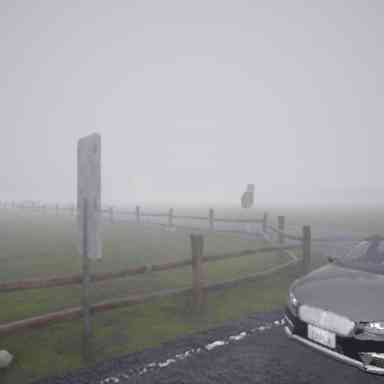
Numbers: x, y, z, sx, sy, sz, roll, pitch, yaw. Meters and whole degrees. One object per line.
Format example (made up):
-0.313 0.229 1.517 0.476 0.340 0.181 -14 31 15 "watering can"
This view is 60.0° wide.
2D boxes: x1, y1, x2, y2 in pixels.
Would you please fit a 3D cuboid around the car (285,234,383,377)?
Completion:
3.570 1.475 5.449 4.902 1.511 2.128 0 0 -35 "car"

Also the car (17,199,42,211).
-23.233 1.860 47.527 2.097 1.767 4.553 0 -1 -44 "car"
